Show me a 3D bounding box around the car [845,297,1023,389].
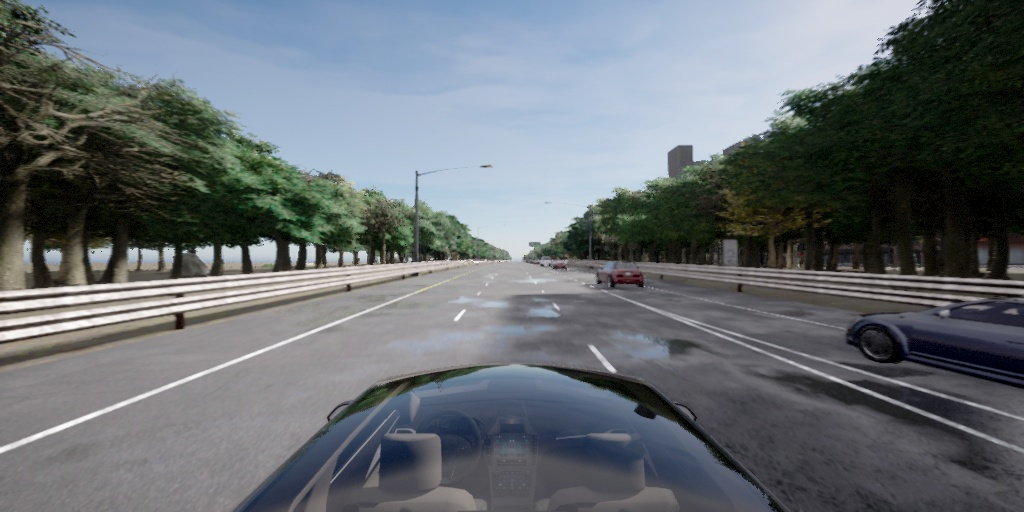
[{"bbox_3d":[7.982,1.326,5.625,1.994,1.385,4.181,0,0,-7],"label":"car"}]

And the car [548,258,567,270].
[{"bbox_3d":[7.047,1.329,54.202,1.812,1.442,4.674,0,0,0],"label":"car"}]

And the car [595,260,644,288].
[{"bbox_3d":[7.008,1.103,23.789,2.097,1.767,4.553,0,0,0],"label":"car"}]
